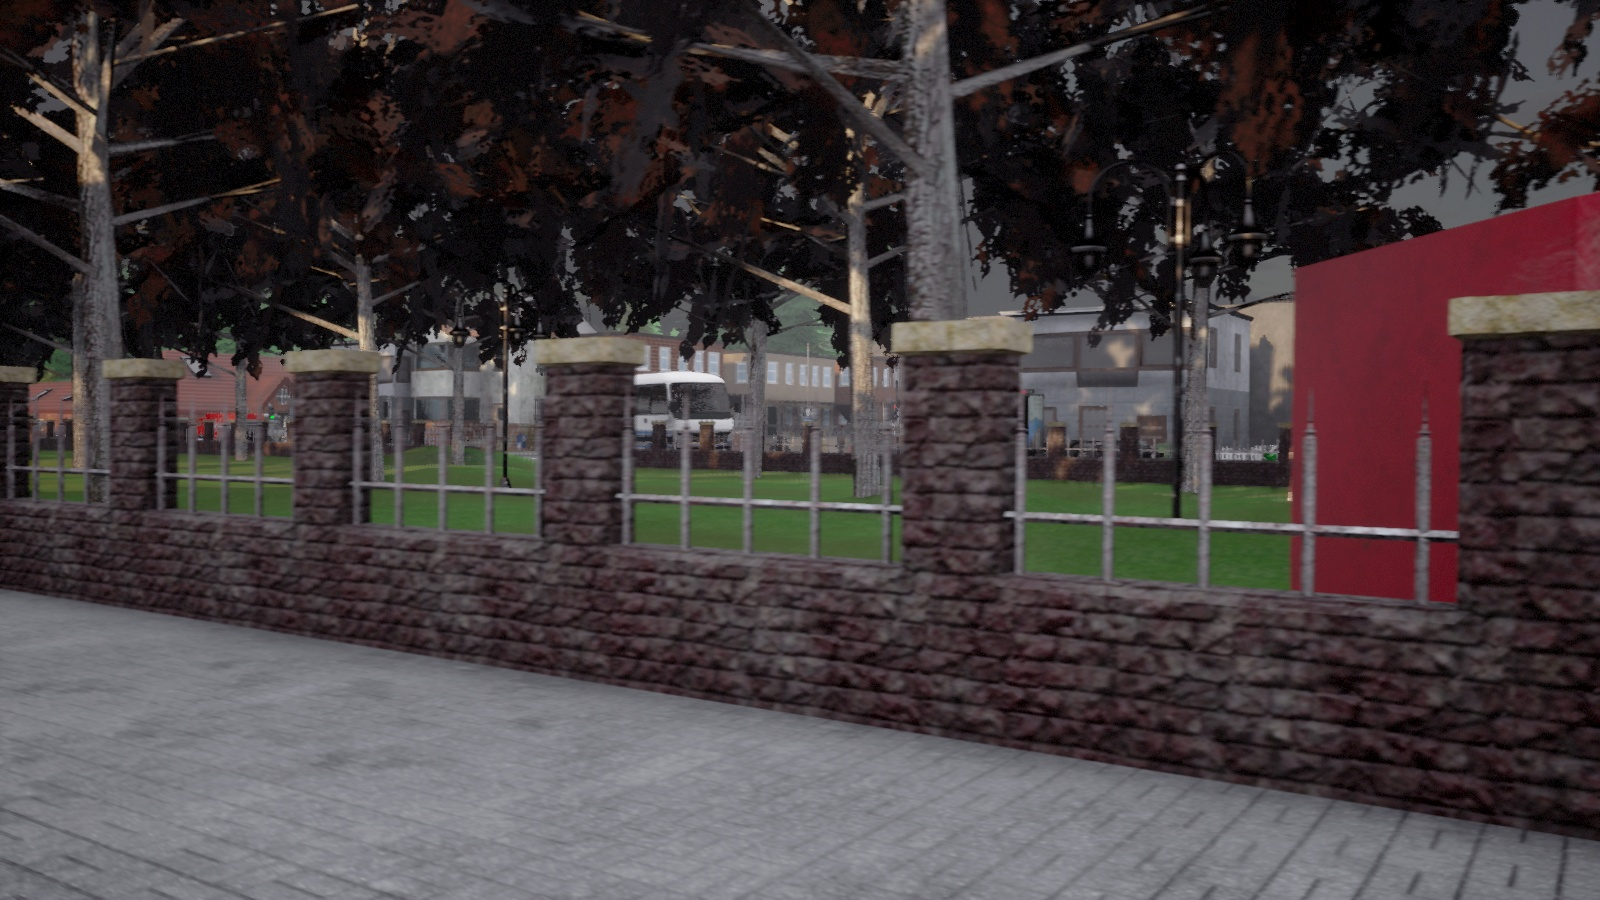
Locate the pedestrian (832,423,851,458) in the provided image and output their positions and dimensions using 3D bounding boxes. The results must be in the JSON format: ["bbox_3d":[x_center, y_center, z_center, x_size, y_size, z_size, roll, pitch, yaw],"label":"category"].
[{"bbox_3d":[2.298,-0.537,70.142,0.873,1.952,0.659,-1,1,-18],"label":"pedestrian"}]

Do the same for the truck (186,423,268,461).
[{"bbox_3d":[-38.422,-0.555,84.146,5.204,2.467,2.627,0,0,33],"label":"truck"}]

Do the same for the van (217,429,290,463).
[{"bbox_3d":[-32.950,-0.250,75.683,4.442,1.987,1.775,0,1,32],"label":"van"}]

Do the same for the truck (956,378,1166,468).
[{"bbox_3d":[10.618,-1.050,51.497,7.936,3.462,2.891,0,1,34],"label":"truck"}]

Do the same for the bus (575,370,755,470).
[{"bbox_3d":[-6.593,-1.396,59.363,3.944,4.253,10.273,-3,2,-34],"label":"bus"}]

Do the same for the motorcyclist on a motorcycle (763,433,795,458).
[{"bbox_3d":[-1.278,-0.279,77.455,0.866,1.530,2.191,0,1,34],"label":"motorcyclist on a motorcycle"}]
